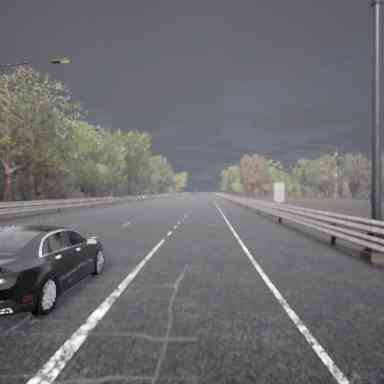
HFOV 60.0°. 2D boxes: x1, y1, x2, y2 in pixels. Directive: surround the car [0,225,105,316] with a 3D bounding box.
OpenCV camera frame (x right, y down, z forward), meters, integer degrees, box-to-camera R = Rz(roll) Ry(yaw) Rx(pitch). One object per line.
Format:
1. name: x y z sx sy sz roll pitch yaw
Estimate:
1. car: -3.443 1.504 7.497 1.837 1.490 4.892 0 0 3
